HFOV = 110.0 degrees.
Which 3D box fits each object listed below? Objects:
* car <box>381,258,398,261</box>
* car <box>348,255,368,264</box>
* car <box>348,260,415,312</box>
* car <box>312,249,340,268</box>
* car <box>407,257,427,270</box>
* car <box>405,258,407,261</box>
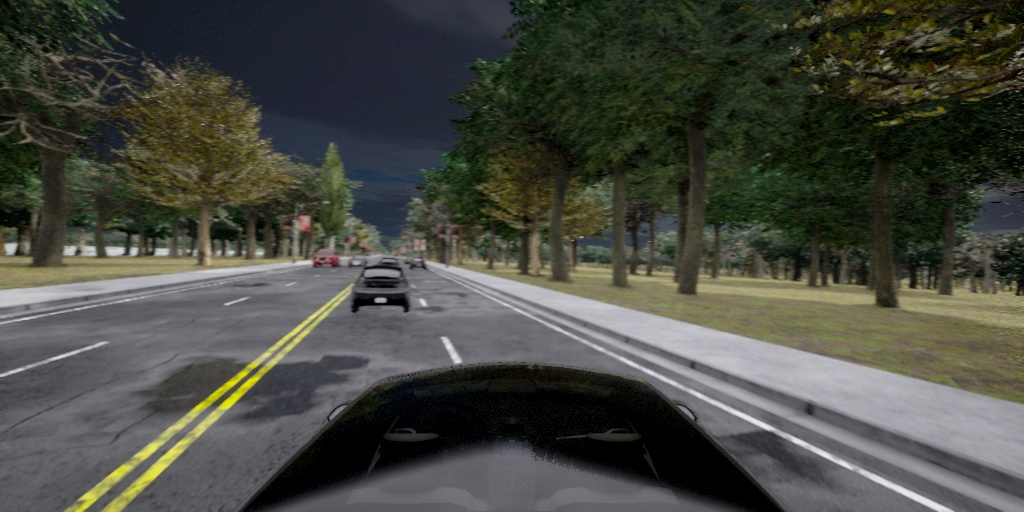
[{"bbox_3d":[-10.419,0.893,30.377,1.837,1.490,4.892,2,0,-18],"label":"car"},{"bbox_3d":[-17.569,0.640,41.091,2.128,1.511,4.902,2,0,-18],"label":"car"},{"bbox_3d":[-4.746,1.083,13.221,1.837,1.490,4.892,2,0,-18],"label":"car"},{"bbox_3d":[-20.662,0.252,40.128,2.150,2.045,5.566,2,0,-18],"label":"car"},{"bbox_3d":[-11.690,0.905,44.564,1.812,1.442,4.674,2,0,-18],"label":"car"},{"bbox_3d":[-17.483,0.797,62.043,1.994,1.385,4.181,2,0,-18],"label":"car"}]
